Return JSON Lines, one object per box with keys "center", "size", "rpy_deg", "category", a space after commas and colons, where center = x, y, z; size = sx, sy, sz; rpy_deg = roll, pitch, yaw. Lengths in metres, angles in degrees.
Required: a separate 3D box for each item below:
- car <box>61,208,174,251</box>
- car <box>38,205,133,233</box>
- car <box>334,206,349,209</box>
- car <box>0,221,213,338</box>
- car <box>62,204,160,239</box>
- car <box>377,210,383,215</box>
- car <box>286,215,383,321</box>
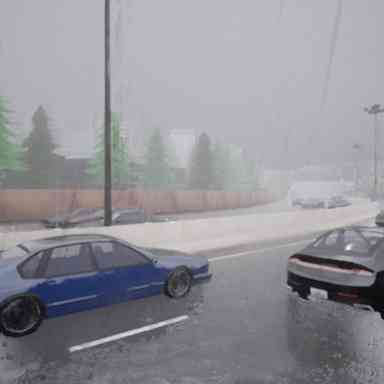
{"center": [-3.221, 1.567, 15.037], "size": [4.674, 1.442, 1.812], "rpy_deg": [0, 0, -40], "category": "car"}
{"center": [-6.663, 1.613, 21.195], "size": [5.357, 1.411, 2.033], "rpy_deg": [0, 0, -41], "category": "car"}
{"center": [17.057, 1.514, 38.182], "size": [1.837, 1.490, 4.892], "rpy_deg": [0, 0, 32], "category": "car"}
{"center": [-2.120, 1.569, 6.673], "size": [5.357, 1.411, 2.033], "rpy_deg": [0, 0, -37], "category": "car"}
{"center": [-4.410, 1.530, 18.600], "size": [5.008, 1.535, 1.882], "rpy_deg": [0, 0, -41], "category": "car"}
{"center": [12.860, 1.539, 20.566], "size": [2.033, 1.411, 5.357], "rpy_deg": [0, 0, 41], "category": "car"}
{"center": [4.007, 1.491, 7.173], "size": [4.902, 1.511, 2.128], "rpy_deg": [0, 0, -40], "category": "car"}
